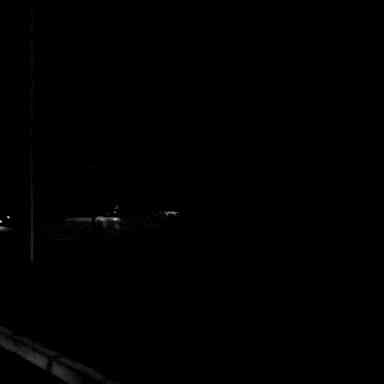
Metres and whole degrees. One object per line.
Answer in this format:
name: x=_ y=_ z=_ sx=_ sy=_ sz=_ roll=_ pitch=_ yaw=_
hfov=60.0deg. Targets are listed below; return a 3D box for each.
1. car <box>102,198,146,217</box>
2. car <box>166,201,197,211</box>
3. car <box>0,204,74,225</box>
car: x=-6.531 y=1.394 z=32.294 sx=2.097 sy=1.767 sz=4.553 roll=0 pitch=0 yaw=32
car: x=-1.005 y=1.591 z=41.033 sx=2.033 sy=1.411 sz=5.357 roll=0 pitch=0 yaw=33
car: x=-11.378 y=1.589 z=24.615 sx=2.033 sy=1.411 sz=5.357 roll=0 pitch=0 yaw=32
